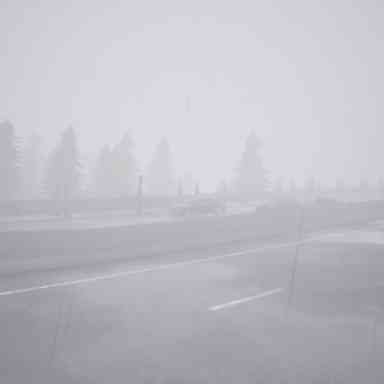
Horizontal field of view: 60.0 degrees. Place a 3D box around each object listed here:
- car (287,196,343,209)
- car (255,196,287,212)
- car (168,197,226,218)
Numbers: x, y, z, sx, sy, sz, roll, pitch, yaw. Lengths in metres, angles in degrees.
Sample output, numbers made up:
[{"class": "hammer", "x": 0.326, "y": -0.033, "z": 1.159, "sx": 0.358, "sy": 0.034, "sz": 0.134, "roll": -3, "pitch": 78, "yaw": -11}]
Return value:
[{"class": "car", "x": 8.975, "y": 1.043, "z": 23.293, "sx": 4.181, "sy": 1.385, "sz": 1.994, "roll": -2, "pitch": 1, "yaw": -35}, {"class": "car", "x": 6.943, "y": 1.042, "z": 26.142, "sx": 4.181, "sy": 1.385, "sz": 1.994, "roll": -2, "pitch": 1, "yaw": -35}, {"class": "car", "x": 0.426, "y": 1.151, "z": 25.794, "sx": 4.892, "sy": 1.490, "sz": 1.837, "roll": -2, "pitch": 1, "yaw": -35}]
